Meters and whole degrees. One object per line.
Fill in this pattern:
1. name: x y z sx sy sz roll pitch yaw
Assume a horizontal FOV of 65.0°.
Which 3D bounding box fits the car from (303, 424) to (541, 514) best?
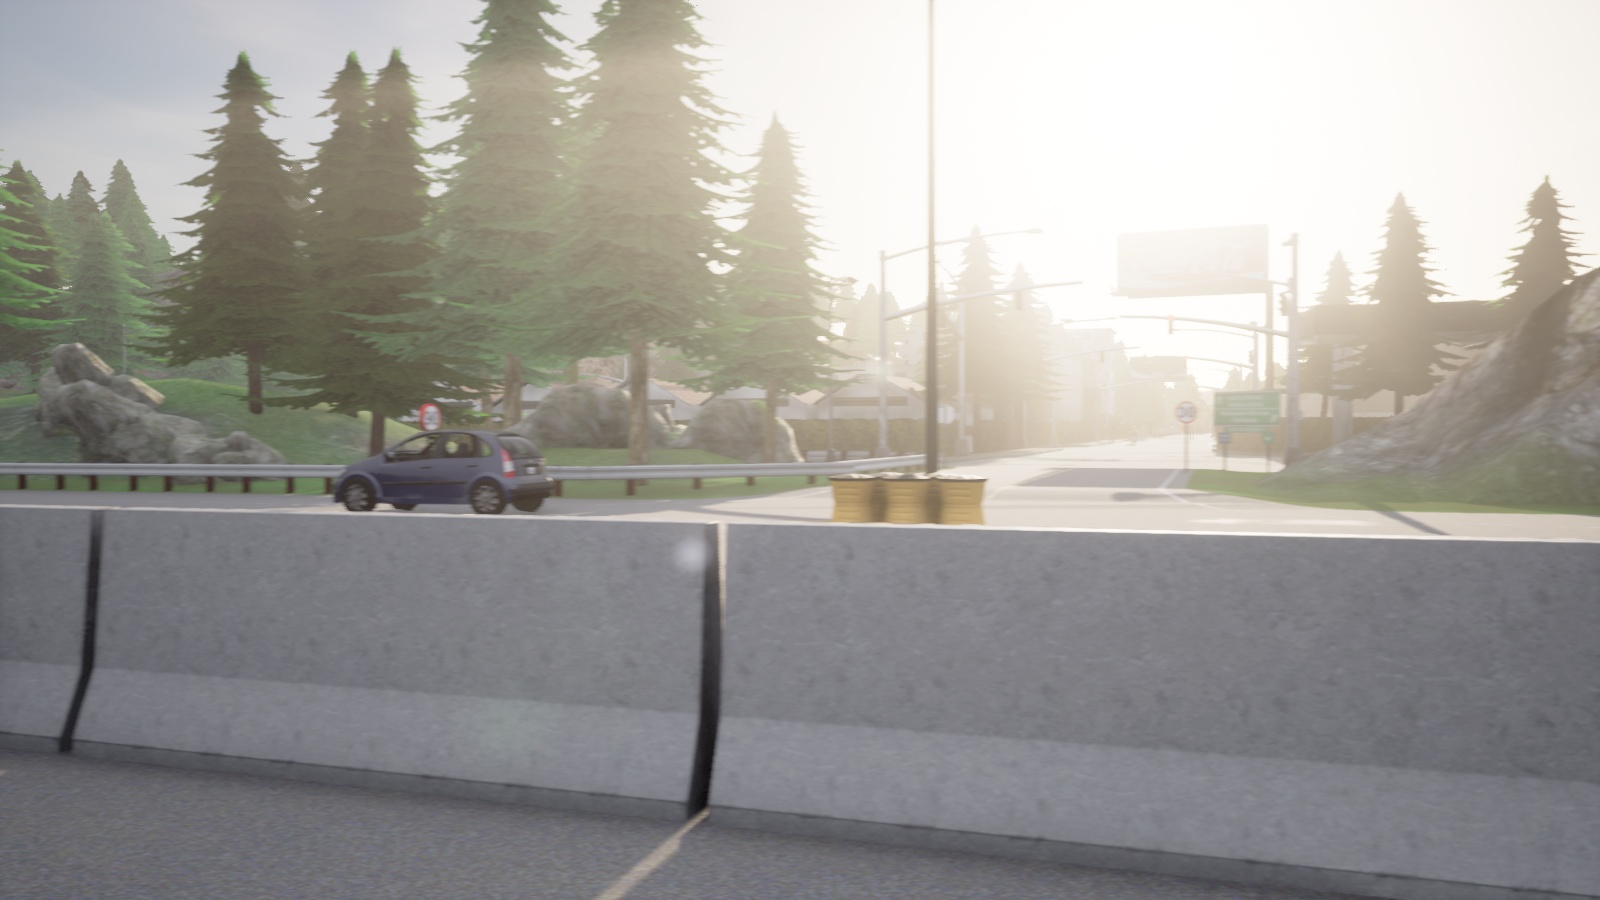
1. car: -7.187 0.313 23.975 3.988 1.617 1.851 1 1 16
